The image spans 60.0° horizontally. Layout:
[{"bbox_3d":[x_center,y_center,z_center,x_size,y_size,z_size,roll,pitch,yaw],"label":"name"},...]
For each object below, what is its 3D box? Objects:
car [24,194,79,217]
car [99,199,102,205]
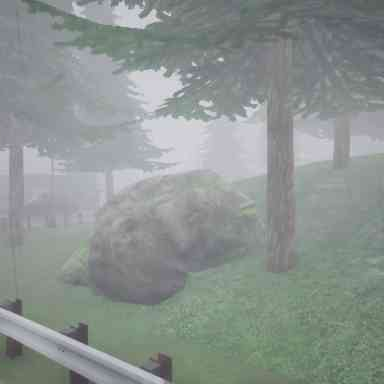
[{"bbox_3d":[-12.269,1.209,28.082,2.150,2.045,5.566,0,0,36],"label":"car"},{"bbox_3d":[-17.872,1.483,58.468,5.008,1.535,1.882,0,0,36],"label":"car"}]
